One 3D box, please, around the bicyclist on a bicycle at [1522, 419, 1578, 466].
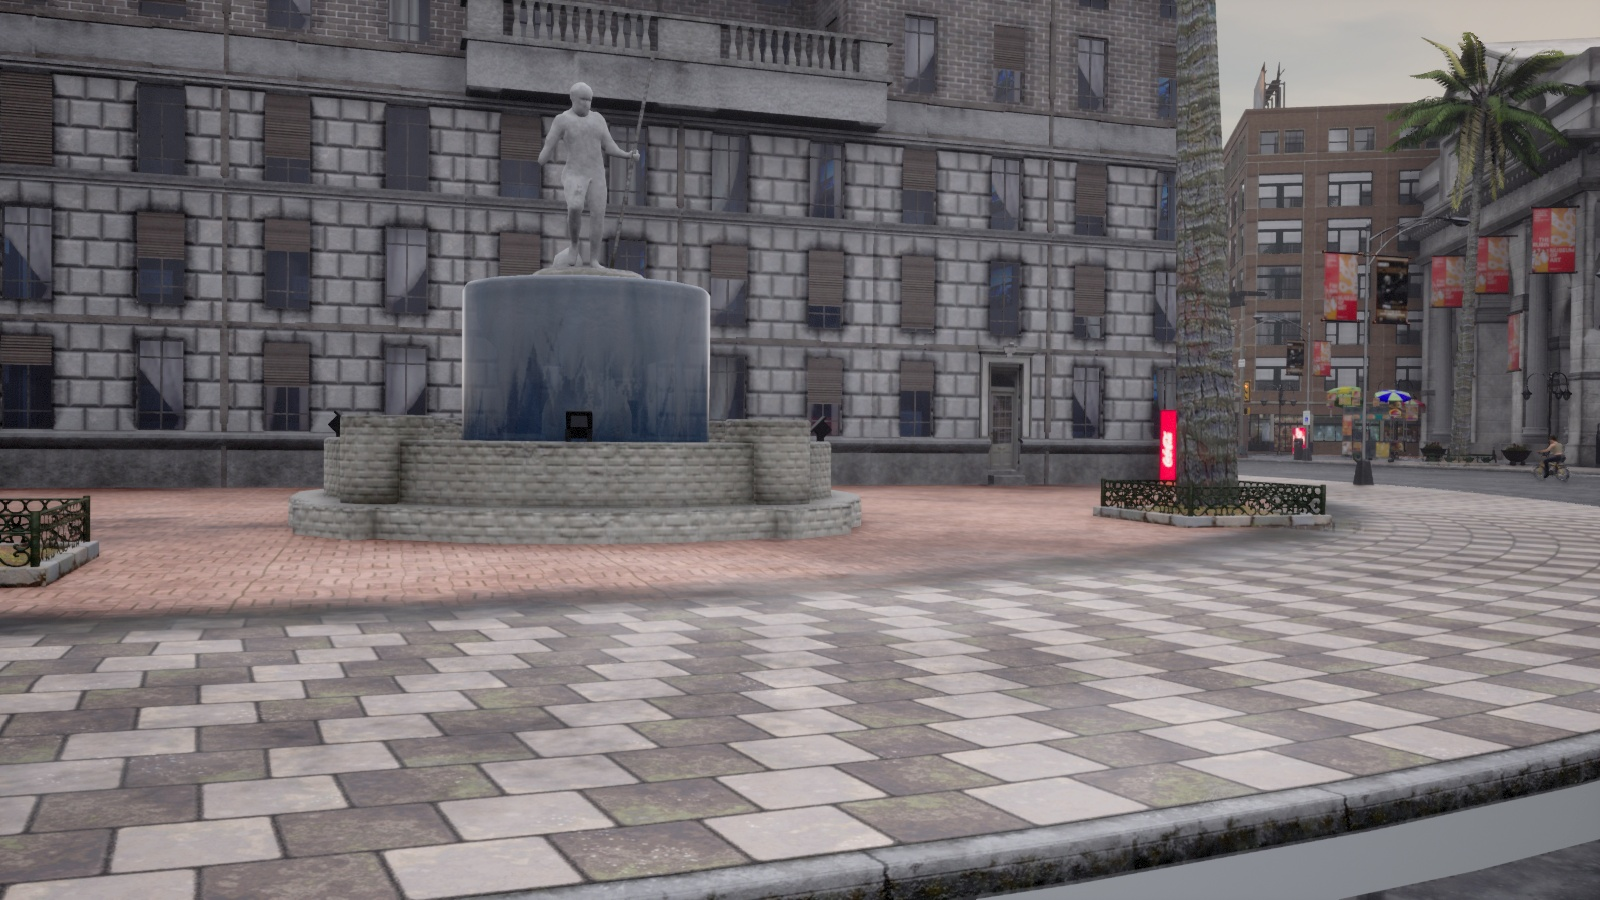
[{"bbox_3d":[26.313,-0.267,44.086,0.866,1.612,1.509,-1,1,-14],"label":"bicyclist on a bicycle"}]
